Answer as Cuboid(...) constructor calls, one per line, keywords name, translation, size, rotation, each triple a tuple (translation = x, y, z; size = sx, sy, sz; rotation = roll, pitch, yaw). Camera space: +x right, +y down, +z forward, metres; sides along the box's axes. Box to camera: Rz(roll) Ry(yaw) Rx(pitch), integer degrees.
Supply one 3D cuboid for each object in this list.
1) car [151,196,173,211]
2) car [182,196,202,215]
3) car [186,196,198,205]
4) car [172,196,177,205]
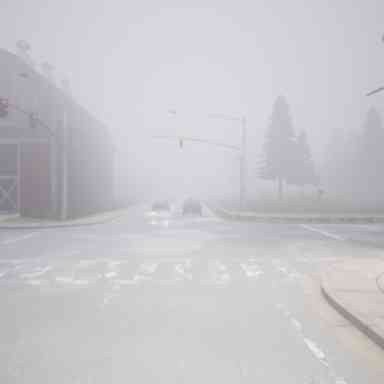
Cuboid(name="car", translation=(-3.588, 1.519, 38.748), size=(1.895, 1.301, 4.718), rotation=(0, 0, 0))
Cuboid(name="car", translation=(0.005, 1.423, 32.707), size=(2.128, 1.511, 4.902), rotation=(0, 0, 0))
Cuboid(name="car", translation=(0.009, 1.425, 58.173), size=(2.033, 1.411, 5.357), rotation=(0, 0, 0))
Cuboid(name="car", translation=(-3.547, 1.373, 56.627), size=(2.128, 1.511, 4.902), rotation=(0, 0, 0))
